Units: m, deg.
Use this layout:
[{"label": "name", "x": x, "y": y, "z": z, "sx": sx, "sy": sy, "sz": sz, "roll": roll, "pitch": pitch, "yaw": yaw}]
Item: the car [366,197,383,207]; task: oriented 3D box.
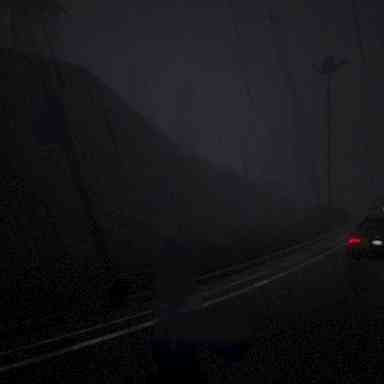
[{"label": "car", "x": 18.008, "y": 1.219, "z": 31.874, "sx": 1.837, "sy": 1.490, "sz": 4.892, "roll": 0, "pitch": 0, "yaw": 22}]

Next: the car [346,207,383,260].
[{"label": "car", "x": 6.680, "y": 1.445, "z": 11.258, "sx": 2.033, "sy": 1.411, "sz": 5.357, "roll": 0, "pitch": 0, "yaw": 37}]
